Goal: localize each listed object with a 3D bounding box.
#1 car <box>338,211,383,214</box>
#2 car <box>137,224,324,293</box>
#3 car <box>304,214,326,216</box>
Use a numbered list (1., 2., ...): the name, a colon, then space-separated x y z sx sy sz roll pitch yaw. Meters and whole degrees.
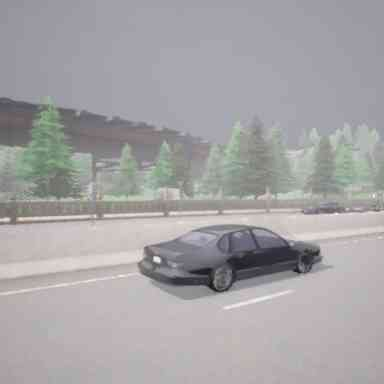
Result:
1. car: 12.997 1.701 24.970 4.181 1.385 1.994 0 0 -28
2. car: 1.262 1.581 8.944 5.357 1.411 2.033 0 0 -35
3. car: 12.976 1.669 32.822 4.892 1.490 1.837 1 -1 -26
